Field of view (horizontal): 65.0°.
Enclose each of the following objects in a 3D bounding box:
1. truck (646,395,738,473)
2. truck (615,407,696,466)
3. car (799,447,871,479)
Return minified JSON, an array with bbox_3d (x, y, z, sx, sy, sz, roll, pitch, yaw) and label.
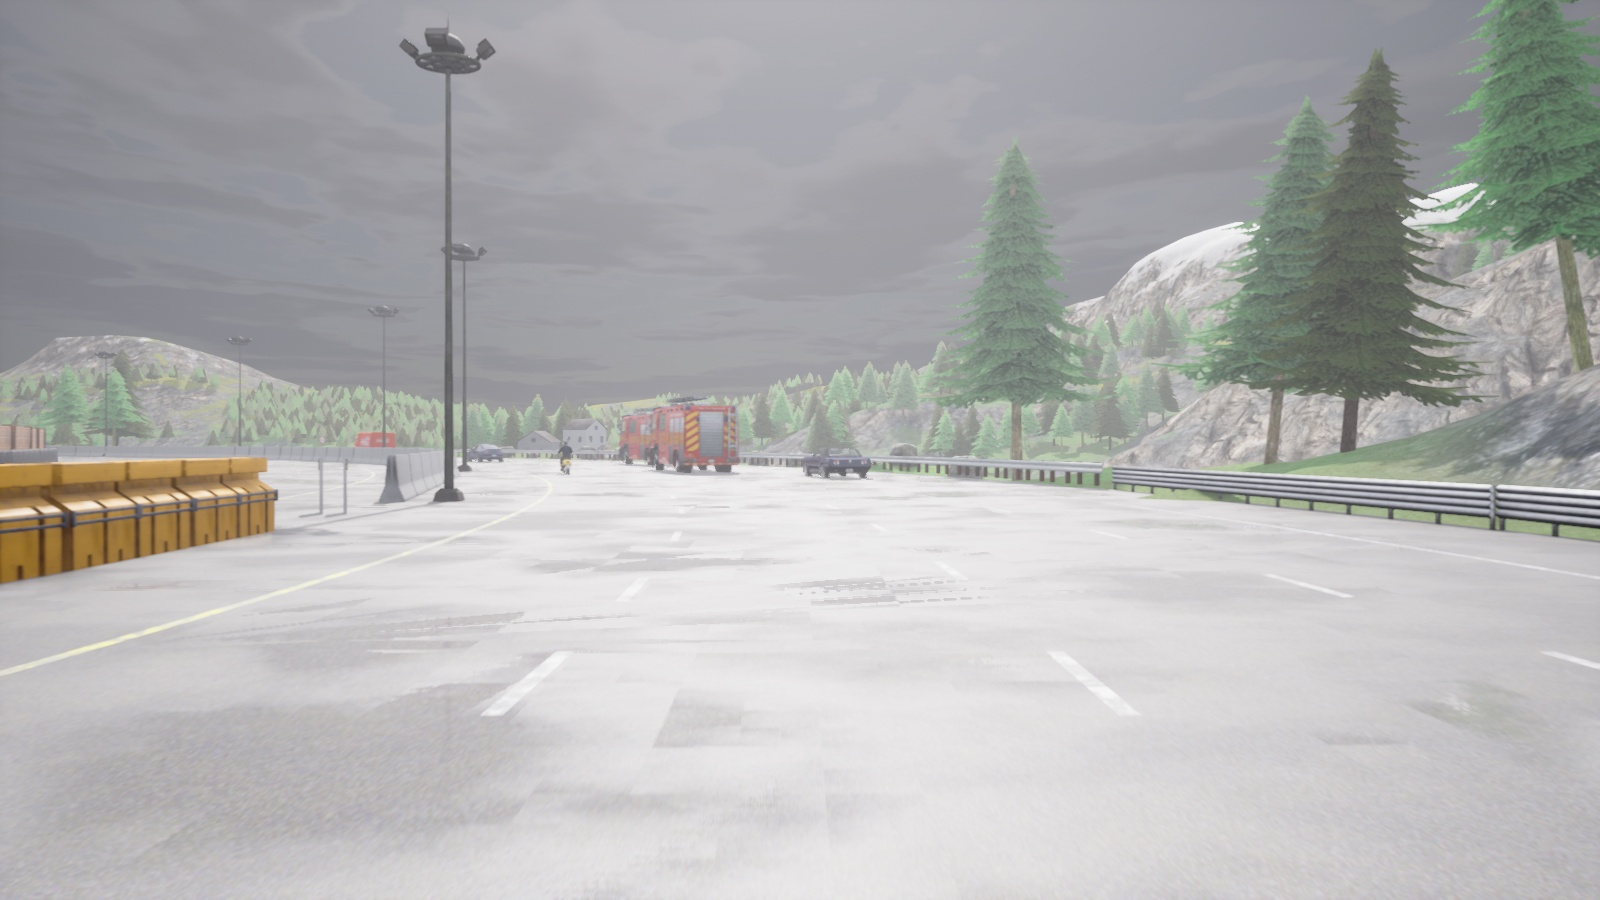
[{"bbox_3d":[-5.813,-0.795,66.053,2.891,3.827,8.468,0,0,-19],"label":"truck"},{"bbox_3d":[-9.933,-0.907,85.401,2.891,3.827,8.468,0,0,-25],"label":"truck"},{"bbox_3d":[1.446,0.543,54.087,1.895,1.301,4.718,0,0,-15],"label":"car"}]
